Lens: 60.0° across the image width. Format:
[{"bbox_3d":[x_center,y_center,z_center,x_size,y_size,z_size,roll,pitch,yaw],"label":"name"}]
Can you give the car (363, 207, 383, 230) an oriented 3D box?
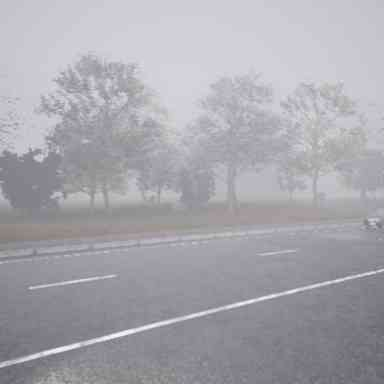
[{"bbox_3d":[11.976,1.443,19.123,4.902,1.511,2.128,0,0,-27],"label":"car"}]
